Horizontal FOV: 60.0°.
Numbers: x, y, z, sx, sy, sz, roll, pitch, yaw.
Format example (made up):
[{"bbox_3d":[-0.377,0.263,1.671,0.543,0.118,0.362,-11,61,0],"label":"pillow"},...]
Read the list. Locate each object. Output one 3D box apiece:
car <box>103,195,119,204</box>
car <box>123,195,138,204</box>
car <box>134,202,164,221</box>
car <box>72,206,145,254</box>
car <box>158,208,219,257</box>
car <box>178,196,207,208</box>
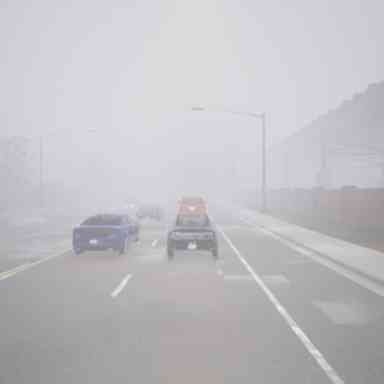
[{"bbox_3d":[-14.024,1.334,57.562,1.812,1.442,4.674,0,1,1],"label":"car"},{"bbox_3d":[-10.529,1.303,57.323,2.128,1.511,4.902,0,1,0],"label":"car"},{"bbox_3d":[-3.465,1.721,28.196,1.895,1.301,4.718,0,0,0],"label":"car"},{"bbox_3d":[-3.465,1.605,14.227,1.882,1.535,5.008,0,0,0],"label":"car"},{"bbox_3d":[0.029,1.617,13.472,2.128,1.511,4.902,0,0,0],"label":"car"},{"bbox_3d":[0.029,1.348,27.517,2.150,2.045,5.566,0,1,0],"label":"car"}]
